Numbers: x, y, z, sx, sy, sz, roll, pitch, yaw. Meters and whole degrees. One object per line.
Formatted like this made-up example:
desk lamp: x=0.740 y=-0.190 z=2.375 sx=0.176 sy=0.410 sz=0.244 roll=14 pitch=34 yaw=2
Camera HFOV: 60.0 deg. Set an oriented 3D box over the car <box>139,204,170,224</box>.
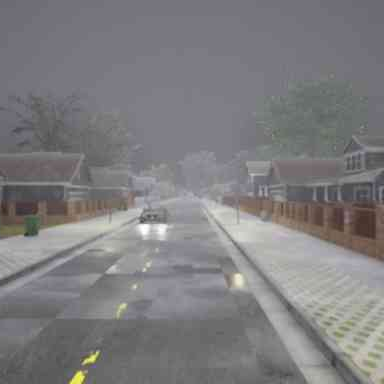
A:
car: x=-2.790 y=1.639 z=25.447 sx=1.994 sy=1.385 sz=4.181 roll=0 pitch=0 yaw=0
